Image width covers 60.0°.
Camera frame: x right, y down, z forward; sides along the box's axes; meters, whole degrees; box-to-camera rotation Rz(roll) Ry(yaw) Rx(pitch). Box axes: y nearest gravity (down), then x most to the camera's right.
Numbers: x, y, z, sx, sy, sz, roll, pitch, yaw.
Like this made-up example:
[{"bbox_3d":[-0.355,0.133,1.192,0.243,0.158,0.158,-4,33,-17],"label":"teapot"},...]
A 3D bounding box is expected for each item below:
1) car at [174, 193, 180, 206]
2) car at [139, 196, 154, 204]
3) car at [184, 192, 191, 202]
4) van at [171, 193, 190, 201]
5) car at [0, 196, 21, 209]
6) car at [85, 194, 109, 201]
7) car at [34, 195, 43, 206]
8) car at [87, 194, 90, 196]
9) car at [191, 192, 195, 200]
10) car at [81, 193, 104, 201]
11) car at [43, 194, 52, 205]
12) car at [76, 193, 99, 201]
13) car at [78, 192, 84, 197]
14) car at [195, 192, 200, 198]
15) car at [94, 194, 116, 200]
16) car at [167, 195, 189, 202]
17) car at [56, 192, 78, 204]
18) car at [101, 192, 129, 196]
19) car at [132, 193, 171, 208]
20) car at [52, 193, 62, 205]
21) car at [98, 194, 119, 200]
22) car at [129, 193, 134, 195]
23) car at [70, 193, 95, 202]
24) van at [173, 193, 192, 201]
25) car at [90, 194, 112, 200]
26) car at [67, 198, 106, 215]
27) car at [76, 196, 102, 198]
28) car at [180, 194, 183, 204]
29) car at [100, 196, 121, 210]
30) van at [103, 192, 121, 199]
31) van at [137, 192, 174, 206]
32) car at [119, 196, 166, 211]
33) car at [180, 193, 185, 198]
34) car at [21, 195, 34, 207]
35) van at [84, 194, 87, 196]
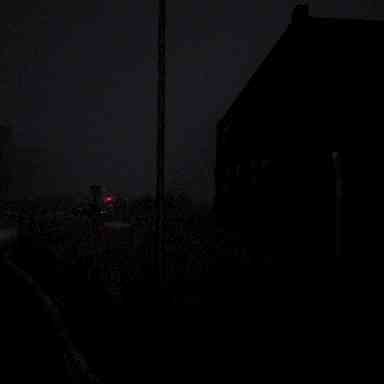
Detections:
[{"bbox_3d":[-4.762,1.420,54.395,4.553,1.767,2.185,1,0,5],"label":"car"},{"bbox_3d":[-8.672,1.474,64.225,1.837,1.490,4.892,1,0,5],"label":"car"},{"bbox_3d":[-3.613,1.216,68.368,5.566,2.045,2.435,1,0,5],"label":"car"},{"bbox_3d":[-2.755,1.191,79.328,4.442,1.987,1.878,1,0,5],"label":"van"},{"bbox_3d":[-25.868,1.262,44.219,4.553,1.767,2.185,1,0,5],"label":"car"},{"bbox_3d":[-22.836,1.249,79.944,4.892,1.521,2.231,1,0,5],"label":"car"},{"bbox_3d":[-25.427,1.418,49.720,4.674,1.452,2.002,1,0,5],"label":"car"},{"bbox_3d":[-23.788,1.292,68.956,5.008,1.535,2.097,1,0,5],"label":"car"},{"bbox_3d":[-2.850,1.179,76.545,5.566,2.045,2.435,1,0,5],"label":"car"},{"bbox_3d":[-23.045,1.132,77.194,4.553,1.767,2.185,1,0,5],"label":"car"},{"bbox_3d":[-25.162,1.245,52.465,4.553,1.767,2.185,1,0,5],"label":"car"},{"bbox_3d":[-23.343,1.142,74.452,4.553,1.767,2.185,1,0,5],"label":"car"},{"bbox_3d":[-24.069,1.317,63.445,5.366,1.575,1.946,1,0,5],"label":"car"},{"bbox_3d":[-1.471,1.131,93.164,5.566,2.045,2.435,1,0,5],"label":"car"},{"bbox_3d":[-22.366,1.234,85.438,4.892,1.521,2.231,1,0,5],"label":"car"},{"bbox_3d":[-3.122,1.481,73.780,4.674,1.452,2.002,1,0,5],"label":"car"},{"bbox_3d":[-24.515,1.081,60.715,5.566,2.045,2.435,1,0,5],"label":"car"},{"bbox_3d":[-12.537,1.223,53.988,2.150,2.045,5.566,1,0,5],"label":"car"},{"bbox_3d":[-5.480,1.450,46.082,4.553,1.767,2.185,1,0,5],"label":"car"},{"bbox_3d":[-24.965,1.361,55.221,4.892,1.521,2.231,1,0,5],"label":"car"},{"bbox_3d":[-22.131,1.227,88.184,4.892,1.521,2.231,1,0,5],"label":"car"},{"bbox_3d":[-11.732,1.452,63.654,1.837,1.490,4.892,1,0,5],"label":"car"},{"bbox_3d":[-23.578,1.153,71.705,4.553,1.767,2.185,1,0,5],"label":"car"},{"bbox_3d":[-2.283,1.185,82.074,4.442,1.987,1.878,1,0,5],"label":"van"},{"bbox_3d":[-22.601,1.240,82.691,4.892,1.521,2.231,1,0,5],"label":"car"},{"bbox_3d":[-10.875,1.617,34.543,1.994,1.385,4.181,1,0,2],"label":"car"},{"bbox_3d":[-13.380,1.628,43.979,1.895,1.301,4.718,1,0,5],"label":"car"},{"bbox_3d":[-4.549,1.528,57.292,5.008,1.535,2.097,1,0,5],"label":"car"},{"bbox_3d":[-10.314,1.618,44.557,1.994,1.385,4.181,1,0,5],"label":"car"},{"bbox_3d":[-21.772,0.997,91.044,4.442,1.987,1.878,1,0,5],"label":"van"},{"bbox_3d":[-5.376,1.344,48.992,4.442,1.987,1.878,1,0,5],"label":"van"},{"bbox_3d":[-6.009,1.604,40.672,4.792,1.488,2.163,1,0,5],"label":"car"},{"bbox_3d":[-4.309,1.515,59.936,4.892,1.521,2.231,1,0,5],"label":"car"},{"bbox_3d":[-25.670,1.385,46.975,5.008,1.535,2.097,1,0,5],"label":"car"},{"bbox_3d":[-23.900,1.080,66.197,4.442,1.987,1.878,1,0,5],"label":"van"}]
